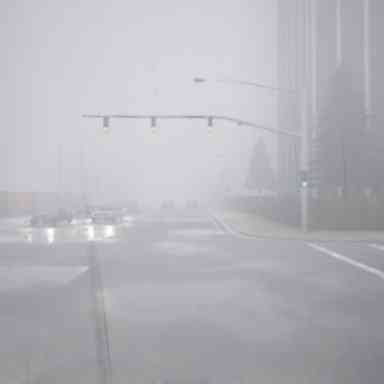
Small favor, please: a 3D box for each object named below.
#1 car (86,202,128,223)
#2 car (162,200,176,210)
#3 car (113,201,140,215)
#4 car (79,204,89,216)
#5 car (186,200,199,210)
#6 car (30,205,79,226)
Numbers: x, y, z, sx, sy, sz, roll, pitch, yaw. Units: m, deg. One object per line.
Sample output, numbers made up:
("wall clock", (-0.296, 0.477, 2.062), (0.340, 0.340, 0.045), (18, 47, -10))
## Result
("car", (-7.083, 1.830, 28.287), (1.895, 1.301, 4.718), (0, 0, 0))
("car", (-3.473, 1.920, 49.699), (2.033, 1.411, 5.357), (0, 0, 0))
("car", (-7.065, 1.784, 37.616), (2.128, 1.511, 4.902), (0, 0, 0))
("car", (-10.573, 1.876, 34.581), (1.895, 1.301, 4.718), (0, 0, 0))
("car", (0.027, 1.918, 49.697), (2.033, 1.411, 5.357), (0, 0, 0))
("car", (-10.586, 1.738, 25.480), (1.812, 1.442, 4.674), (0, 0, 0))
